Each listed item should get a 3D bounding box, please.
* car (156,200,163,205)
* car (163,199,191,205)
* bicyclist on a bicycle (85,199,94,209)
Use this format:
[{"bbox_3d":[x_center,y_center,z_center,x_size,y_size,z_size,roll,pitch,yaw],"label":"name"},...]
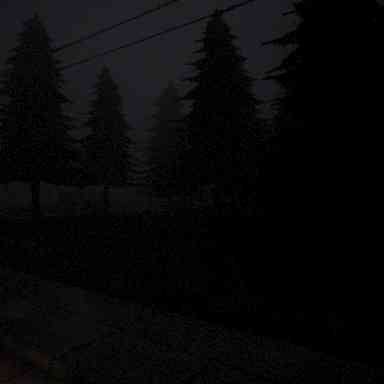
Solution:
[{"bbox_3d":[-3.723,1.754,51.688,1.837,1.490,4.892,-1,-1,35],"label":"car"},{"bbox_3d":[-1.640,1.748,48.420,1.812,1.442,4.674,0,0,35],"label":"car"},{"bbox_3d":[-9.436,1.499,30.345,1.656,1.620,0.582,-1,0,35],"label":"bicyclist on a bicycle"}]
